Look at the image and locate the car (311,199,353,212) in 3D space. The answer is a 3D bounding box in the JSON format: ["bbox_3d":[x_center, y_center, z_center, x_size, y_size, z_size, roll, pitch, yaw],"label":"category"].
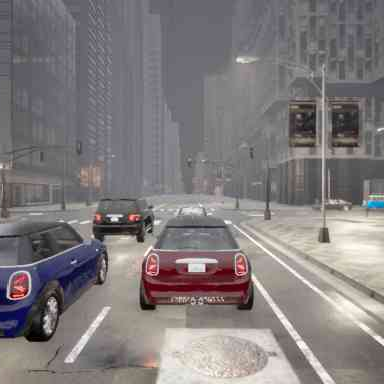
[{"bbox_3d":[15.789,1.513,37.567,4.403,1.369,2.008,0,0,0],"label":"car"}]

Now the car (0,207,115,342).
[{"bbox_3d":[-3.166,1.352,6.640,2.097,1.767,4.553,0,0,0],"label":"car"}]

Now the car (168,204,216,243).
[{"bbox_3d":[0.050,1.491,17.147,2.128,1.511,4.902,0,0,2],"label":"car"}]

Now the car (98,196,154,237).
[{"bbox_3d":[-3.188,1.222,16.352,2.150,2.045,5.566,0,0,0],"label":"car"}]

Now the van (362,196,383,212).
[{"bbox_3d":[21.407,1.292,37.556,3.998,1.788,1.690,0,0,0],"label":"van"}]

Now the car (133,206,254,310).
[{"bbox_3d":[0.081,1.352,7.960,2.097,1.767,4.553,0,0,0],"label":"car"}]
